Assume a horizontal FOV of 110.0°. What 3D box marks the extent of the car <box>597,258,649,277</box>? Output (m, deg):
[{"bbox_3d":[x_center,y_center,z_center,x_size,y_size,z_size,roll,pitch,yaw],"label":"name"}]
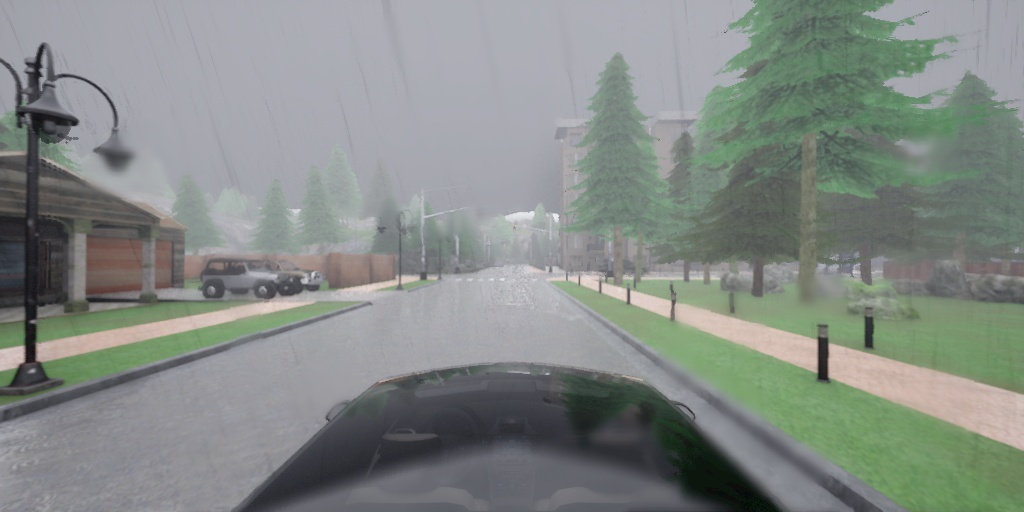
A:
[{"bbox_3d":[12.380,1.198,40.353,5.566,2.045,2.150,0,-1,1],"label":"car"}]
